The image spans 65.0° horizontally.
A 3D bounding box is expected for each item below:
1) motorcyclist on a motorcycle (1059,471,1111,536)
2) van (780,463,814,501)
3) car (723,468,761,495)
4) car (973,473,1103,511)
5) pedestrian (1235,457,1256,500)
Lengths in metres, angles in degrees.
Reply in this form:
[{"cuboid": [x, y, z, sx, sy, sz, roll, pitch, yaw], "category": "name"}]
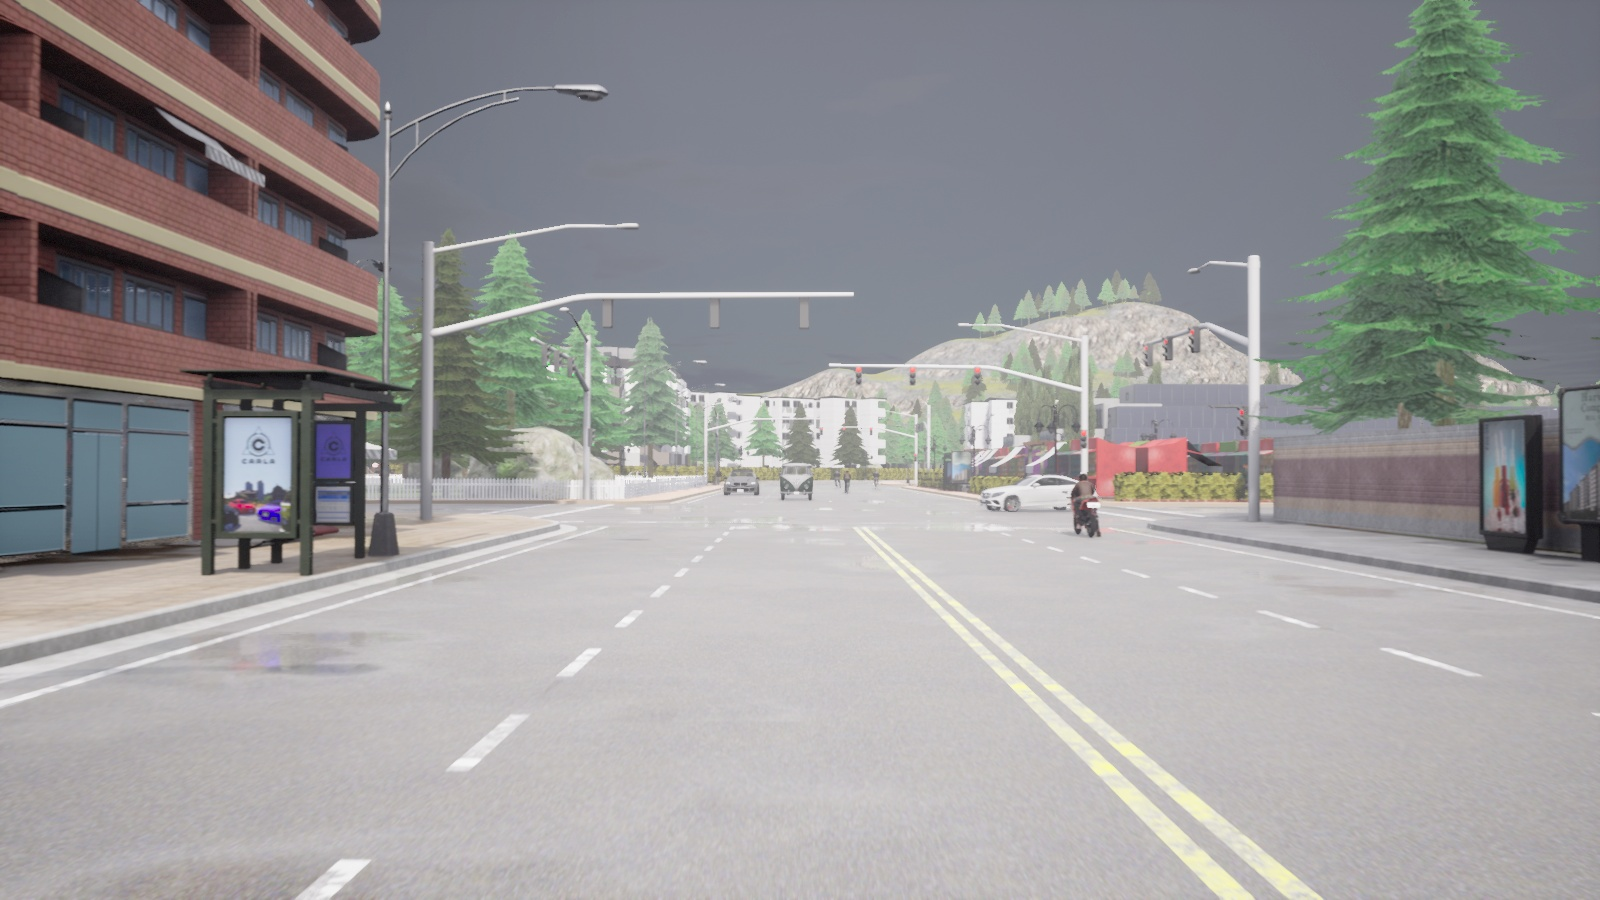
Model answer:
[{"cuboid": [6.922, 1.281, 30.577, 0.797, 1.523, 2.044, 0, -1, 0], "category": "motorcyclist on a motorcycle"}, {"cuboid": [-0.172, 1.710, 68.201, 1.775, 1.987, 4.442, 0, -1, 0], "category": "van"}, {"cuboid": [-3.704, 2.023, 80.614, 2.242, 1.667, 4.611, 0, -1, 0], "category": "car"}, {"cuboid": [9.280, 1.611, 48.994, 4.674, 1.442, 1.812, 0, -1, -16], "category": "car"}, {"cuboid": [20.235, 1.286, 56.999, 0.788, 1.949, 0.423, 0, -1, -1], "category": "pedestrian"}]
